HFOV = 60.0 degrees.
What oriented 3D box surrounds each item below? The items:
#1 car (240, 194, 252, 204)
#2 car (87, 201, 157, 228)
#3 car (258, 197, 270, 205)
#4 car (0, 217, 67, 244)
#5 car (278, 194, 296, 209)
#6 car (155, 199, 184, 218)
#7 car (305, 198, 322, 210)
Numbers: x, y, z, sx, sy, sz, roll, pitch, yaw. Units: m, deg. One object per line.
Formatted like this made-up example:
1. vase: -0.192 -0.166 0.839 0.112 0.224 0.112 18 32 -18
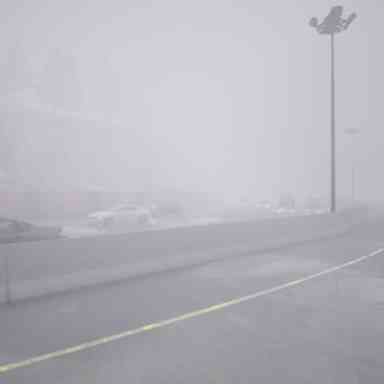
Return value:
1. car: 11.248 1.359 69.451 2.150 2.045 5.566 0 0 11
2. car: -4.974 1.602 23.156 1.812 1.442 4.674 0 0 44
3. car: 13.138 1.677 60.847 1.994 1.385 4.181 0 0 11
4. car: -7.349 1.603 11.755 5.357 1.411 2.033 0 0 -37
5. car: 13.522 1.302 47.348 2.150 2.045 5.566 0 0 17
6. car: -2.777 1.441 31.006 2.097 1.767 4.553 0 0 37
7. car: 16.510 1.567 45.315 1.837 1.490 4.892 0 0 18
